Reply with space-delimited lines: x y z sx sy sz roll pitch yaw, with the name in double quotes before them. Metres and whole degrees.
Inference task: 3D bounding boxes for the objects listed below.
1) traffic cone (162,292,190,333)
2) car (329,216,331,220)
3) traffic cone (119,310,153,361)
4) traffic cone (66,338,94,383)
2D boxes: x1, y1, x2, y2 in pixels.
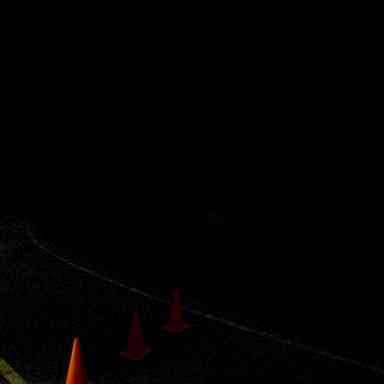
"traffic cone" -0.257 1.931 5.451 0.340 0.580 0.340 1 1 31
"car" 35.619 6.632 82.738 1.851 1.617 3.988 -4 -3 4
"traffic cone" -0.776 1.938 4.601 0.340 0.580 0.340 1 1 32
"traffic cone" -1.296 1.945 3.750 0.340 0.580 0.340 1 1 31
